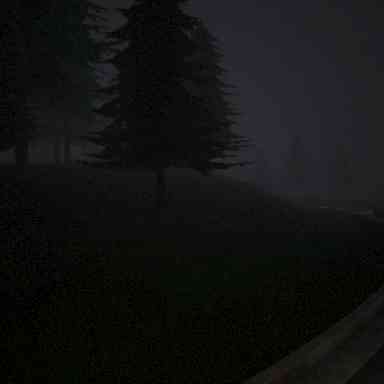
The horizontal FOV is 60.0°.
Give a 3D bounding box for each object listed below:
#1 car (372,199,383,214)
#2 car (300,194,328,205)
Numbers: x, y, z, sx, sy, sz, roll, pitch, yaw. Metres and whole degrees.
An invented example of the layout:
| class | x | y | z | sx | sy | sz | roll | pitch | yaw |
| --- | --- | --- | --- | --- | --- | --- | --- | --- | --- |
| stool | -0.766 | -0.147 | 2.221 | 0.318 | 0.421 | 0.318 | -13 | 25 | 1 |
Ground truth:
| class | x | y | z | sx | sy | sz | roll | pitch | yaw |
| --- | --- | --- | --- | --- | --- | --- | --- | --- | --- |
| car | 15.801 | 1.162 | 26.215 | 1.812 | 1.442 | 4.674 | -1 | 0 | 13 |
| car | 16.668 | 1.027 | 45.670 | 1.837 | 1.490 | 4.892 | -1 | 0 | -9 |
